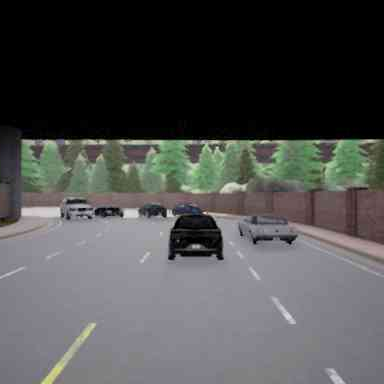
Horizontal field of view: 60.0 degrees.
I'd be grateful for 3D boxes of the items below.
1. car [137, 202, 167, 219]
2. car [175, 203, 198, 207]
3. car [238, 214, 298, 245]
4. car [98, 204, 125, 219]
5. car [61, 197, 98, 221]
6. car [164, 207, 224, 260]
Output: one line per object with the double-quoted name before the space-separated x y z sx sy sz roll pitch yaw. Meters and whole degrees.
"car" -4.008 1.810 33.110 1.837 1.490 4.892 1 -1 -25
"car" -0.581 1.841 33.985 1.812 1.442 4.674 1 -1 -25
"car" 3.542 1.756 16.557 1.895 1.301 4.718 0 -1 -3
"car" -8.261 1.870 33.257 1.994 1.385 4.181 0 -1 -32
"car" -10.829 1.506 31.102 2.150 2.045 5.566 1 -1 -30
"car" 0.135 1.600 13.074 1.882 1.535 5.008 0 0 0
